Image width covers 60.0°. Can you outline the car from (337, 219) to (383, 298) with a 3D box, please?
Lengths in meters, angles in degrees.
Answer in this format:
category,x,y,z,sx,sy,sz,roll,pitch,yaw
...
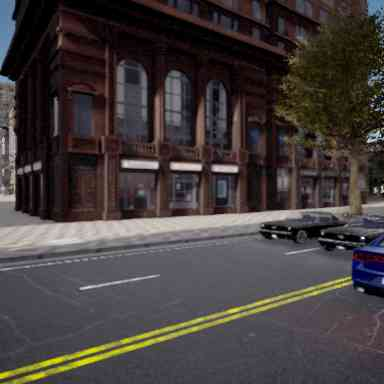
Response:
category,x,y,z,sx,sy,sz,roll,pitch,yaw
car,5.559,1.458,7.407,5.008,1.535,1.882,0,0,-36

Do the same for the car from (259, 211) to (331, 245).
category,x,y,z,sx,sy,sz,roll,pitch,yaw
car,5.315,1.571,15.460,4.718,1.301,1.895,0,0,-35

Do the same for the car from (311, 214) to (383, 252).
category,x,y,z,sx,sy,sz,roll,pitch,yaw
car,6.833,1.572,12.552,4.718,1.301,1.895,0,0,-35
